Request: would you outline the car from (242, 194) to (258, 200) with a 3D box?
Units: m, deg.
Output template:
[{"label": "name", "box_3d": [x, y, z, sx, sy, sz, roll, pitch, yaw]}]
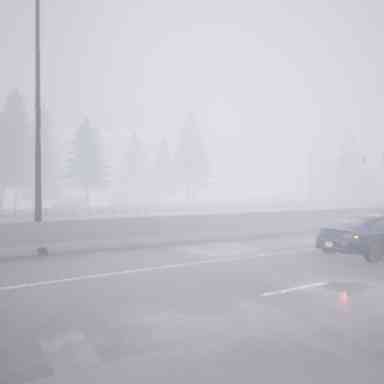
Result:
[{"label": "car", "box_3d": [14.515, 1.264, 80.713, 1.837, 1.490, 4.892, 0, 0, -10]}]

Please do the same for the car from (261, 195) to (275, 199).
[{"label": "car", "box_3d": [18.189, 1.307, 79.781, 1.994, 1.385, 4.181, 0, 0, -10]}]

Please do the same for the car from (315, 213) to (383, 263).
[{"label": "car", "box_3d": [6.379, 1.478, 11.647, 4.674, 1.442, 1.812, 0, 0, -28]}]
